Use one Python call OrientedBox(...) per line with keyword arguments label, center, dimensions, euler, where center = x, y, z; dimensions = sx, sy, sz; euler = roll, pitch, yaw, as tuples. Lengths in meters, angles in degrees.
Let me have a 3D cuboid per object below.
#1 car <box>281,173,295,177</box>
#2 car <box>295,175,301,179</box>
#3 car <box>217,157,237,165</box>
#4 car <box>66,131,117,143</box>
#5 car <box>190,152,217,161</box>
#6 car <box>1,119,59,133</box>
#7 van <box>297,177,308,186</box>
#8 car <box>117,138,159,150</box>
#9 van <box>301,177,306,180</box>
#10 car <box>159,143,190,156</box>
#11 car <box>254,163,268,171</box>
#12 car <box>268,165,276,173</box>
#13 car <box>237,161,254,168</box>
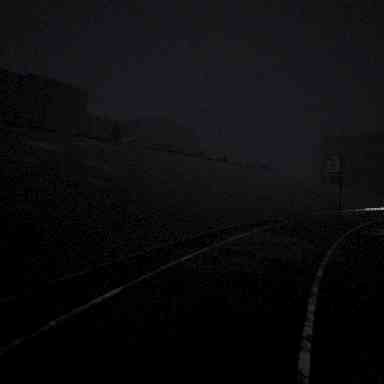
OrientedBox(label="car", center=(20.297, -3.345, 72.739), dimensions=(2.002, 1.452, 4.674), euler=(3, -1, 33))
OrientedBox(label="car", center=(23.224, -3.064, 77.438), dimensions=(2.002, 1.452, 4.674), euler=(3, -1, 32))
OrientedBox(label="car", center=(4.246, -4.485, 50.193), dimensions=(2.002, 1.452, 4.674), euler=(3, 0, 39))
OrientedBox(label="car", center=(-10.368, -5.309, 33.351), dimensions=(2.002, 1.452, 4.674), euler=(3, 0, 44))
OrientedBox(label="car", center=(0.764, -4.693, 45.916), dimensions=(2.163, 1.488, 4.792), euler=(3, 0, 40))
OrientedBox(label="car", center=(-14.221, -5.558, 29.367), dimensions=(4.892, 1.521, 2.231), euler=(3, 0, -45))
OrientedBox(label="van", center=(28.893, -2.707, 87.104), dimensions=(1.878, 1.987, 4.442), euler=(3, -2, 30))
OrientedBox(label="car", center=(-6.598, -5.138, 37.418), dimensions=(2.097, 1.535, 5.008), euler=(3, 0, 43))
OrientedBox(label="van", center=(26.162, -3.023, 82.296), dimensions=(1.878, 1.987, 4.442), euler=(3, -2, 31))
OrientedBox(label="car", center=(-2.926, -5.057, 41.547), dimensions=(2.185, 1.767, 4.553), euler=(3, 0, 42))
OrientedBox(label="car", center=(10.945, -4.246, 58.989), dimensions=(2.185, 1.767, 4.553), euler=(3, -1, 37))
OrientedBox(label="car", center=(14.213, -4.141, 63.549), dimensions=(2.435, 2.045, 5.566), euler=(3, -1, 36))
OrientedBox(label="car", center=(7.578, -4.333, 54.468), dimensions=(2.231, 1.521, 4.892), euler=(3, 0, 38))
